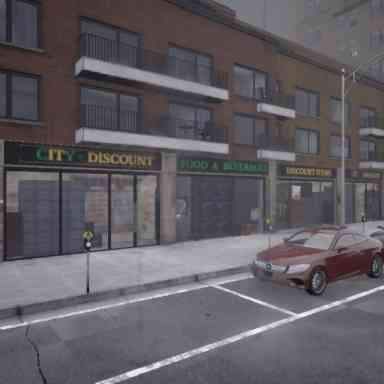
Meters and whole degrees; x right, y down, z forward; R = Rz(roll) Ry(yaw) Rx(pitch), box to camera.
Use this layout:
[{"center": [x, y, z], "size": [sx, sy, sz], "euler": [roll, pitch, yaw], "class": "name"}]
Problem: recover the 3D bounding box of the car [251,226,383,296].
[{"center": [3.394, 1.582, 8.598], "size": [4.206, 1.307, 1.802], "euler": [0, 0, -35], "class": "car"}]
